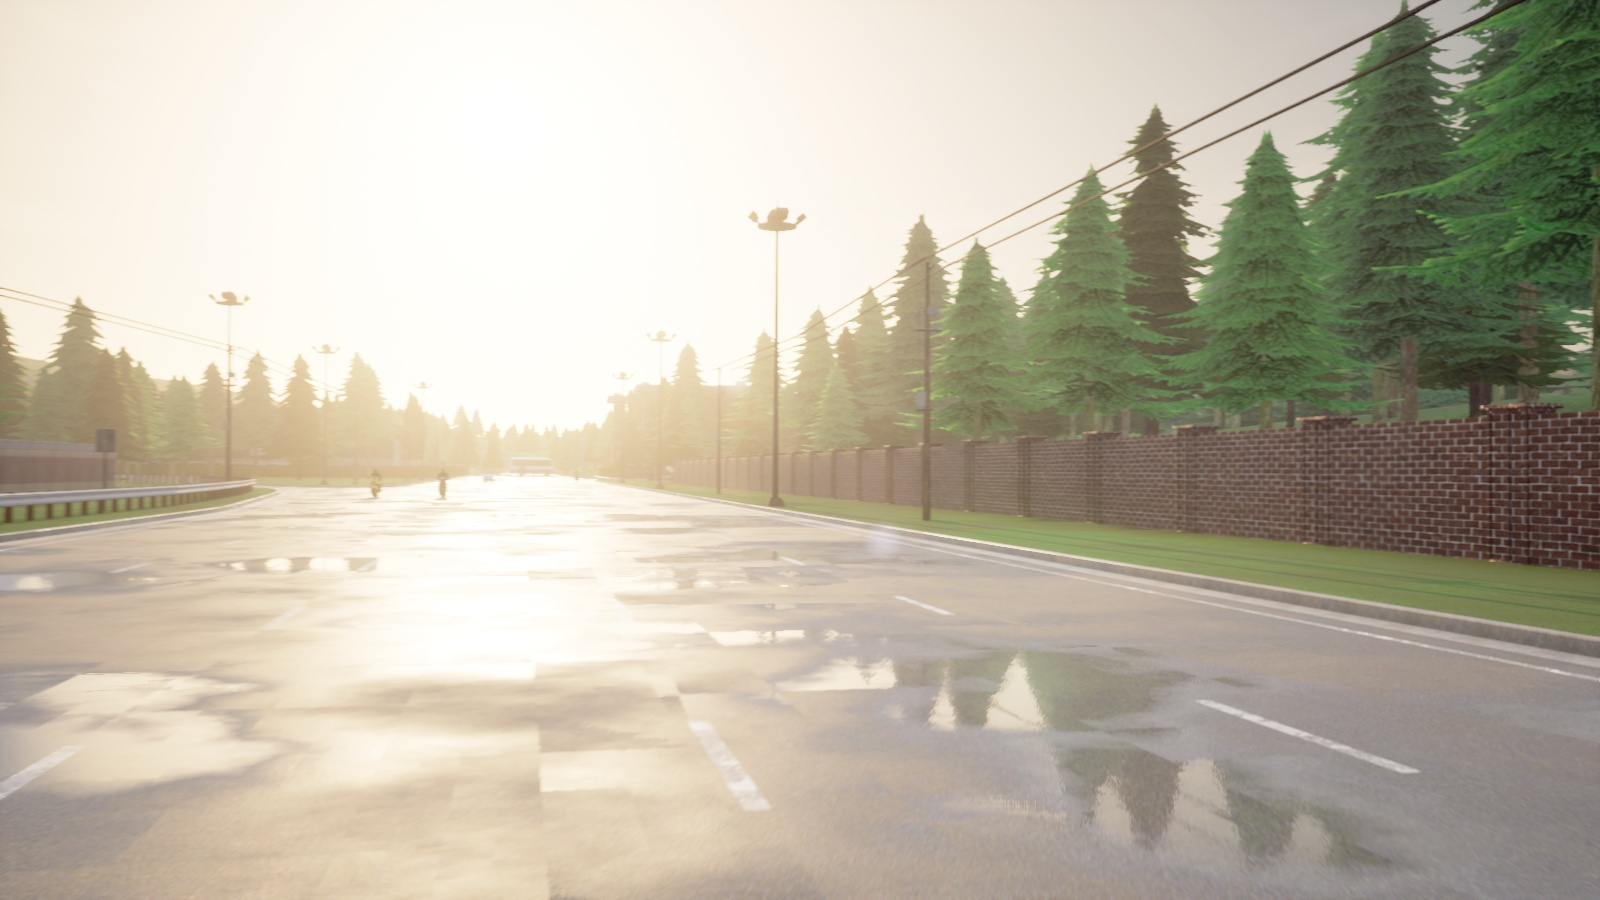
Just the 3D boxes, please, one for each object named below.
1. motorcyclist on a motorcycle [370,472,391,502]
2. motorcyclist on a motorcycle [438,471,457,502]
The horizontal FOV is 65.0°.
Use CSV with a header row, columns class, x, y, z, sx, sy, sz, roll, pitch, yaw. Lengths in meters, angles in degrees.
class,x,y,z,sx,sy,sz,roll,pitch,yaw
motorcyclist on a motorcycle,-22.154,1.942,66.345,0.797,1.523,2.044,0,-1,-12
motorcyclist on a motorcycle,-18.475,1.901,65.884,0.866,1.590,1.817,0,-1,-12
